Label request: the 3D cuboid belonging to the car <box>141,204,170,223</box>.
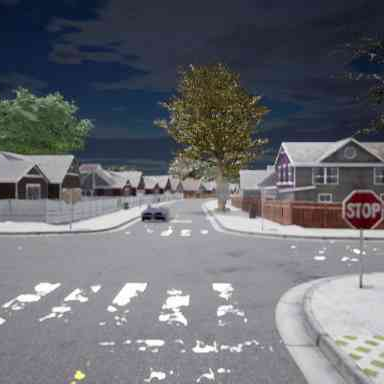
[{"bbox_3d":[-2.746,1.598,25.729,1.895,1.301,4.718,0,0,0],"label":"car"}]
